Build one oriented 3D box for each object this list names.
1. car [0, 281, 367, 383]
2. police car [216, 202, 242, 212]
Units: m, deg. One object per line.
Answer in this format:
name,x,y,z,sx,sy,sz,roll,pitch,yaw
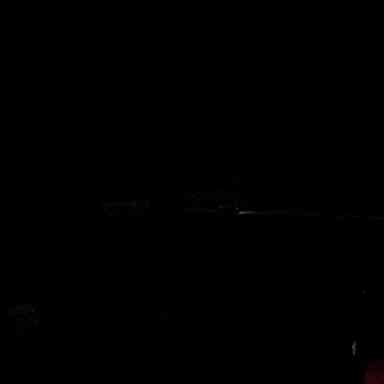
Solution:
car,-0.797,1.548,2.502,5.357,1.411,2.033,0,0,-36
police car,6.190,2.565,55.456,2.038,1.542,4.974,-2,0,-36
